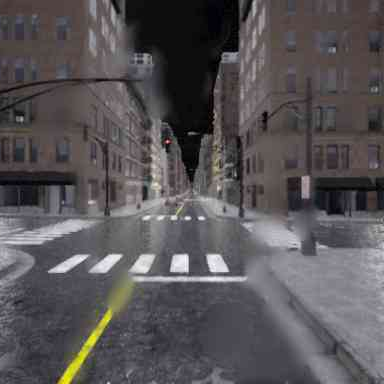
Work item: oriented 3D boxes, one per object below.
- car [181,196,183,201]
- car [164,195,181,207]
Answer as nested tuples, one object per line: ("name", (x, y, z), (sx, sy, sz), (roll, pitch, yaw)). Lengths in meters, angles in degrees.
("car", (-2.986, 1.321, 73.173), (1.812, 1.442, 4.674), (0, 0, 0))
("car", (-2.986, 1.432, 49.097), (1.812, 1.442, 4.674), (0, 1, 0))
